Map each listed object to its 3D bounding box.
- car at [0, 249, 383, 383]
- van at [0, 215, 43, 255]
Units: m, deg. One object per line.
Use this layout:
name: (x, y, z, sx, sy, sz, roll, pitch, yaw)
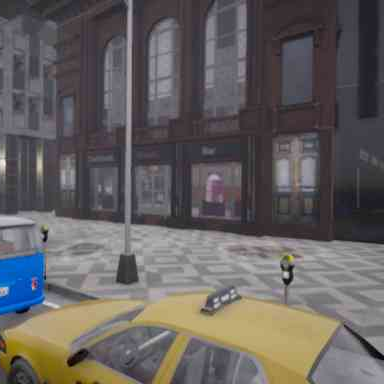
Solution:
car: (0.028, 1.509, 2.941, 4.829, 1.417, 1.752, 1, 1, 36)
van: (-4.416, 1.267, 6.119, 3.998, 1.788, 1.690, 1, 1, 36)
